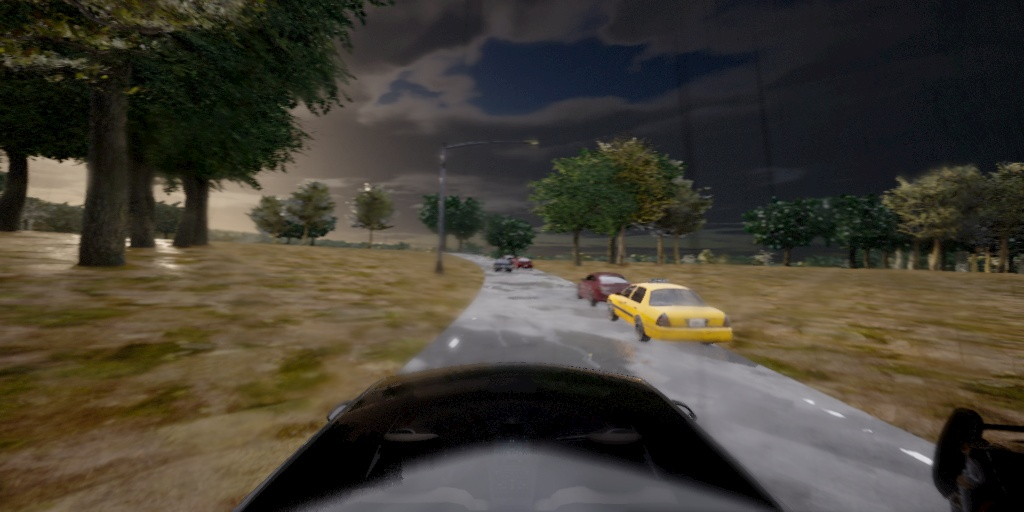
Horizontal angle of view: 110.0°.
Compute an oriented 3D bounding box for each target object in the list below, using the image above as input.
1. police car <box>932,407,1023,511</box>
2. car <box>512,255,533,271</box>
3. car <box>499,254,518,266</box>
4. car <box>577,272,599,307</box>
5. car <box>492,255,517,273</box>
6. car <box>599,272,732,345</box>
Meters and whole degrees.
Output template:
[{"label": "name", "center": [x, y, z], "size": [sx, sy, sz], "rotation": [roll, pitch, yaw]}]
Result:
[{"label": "police car", "center": [3.668, 1.308, 0.287], "size": [1.930, 1.638, 5.238], "rotation": [2, -1, 4]}, {"label": "car", "center": [1.258, 0.897, 43.937], "size": [1.882, 1.535, 5.008], "rotation": [2, 1, -8]}, {"label": "car", "center": [-0.651, 0.565, 55.358], "size": [1.837, 1.490, 4.892], "rotation": [2, 2, -13]}, {"label": "car", "center": [4.210, 1.455, 16.348], "size": [1.812, 1.442, 4.674], "rotation": [1, 0, 0]}, {"label": "car", "center": [-1.074, 0.984, 37.914], "size": [2.033, 1.411, 5.357], "rotation": [2, 1, -7]}, {"label": "car", "center": [4.141, 1.415, 10.460], "size": [1.801, 1.575, 5.366], "rotation": [0, 1, 1]}]
